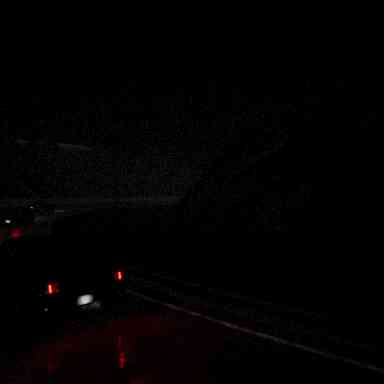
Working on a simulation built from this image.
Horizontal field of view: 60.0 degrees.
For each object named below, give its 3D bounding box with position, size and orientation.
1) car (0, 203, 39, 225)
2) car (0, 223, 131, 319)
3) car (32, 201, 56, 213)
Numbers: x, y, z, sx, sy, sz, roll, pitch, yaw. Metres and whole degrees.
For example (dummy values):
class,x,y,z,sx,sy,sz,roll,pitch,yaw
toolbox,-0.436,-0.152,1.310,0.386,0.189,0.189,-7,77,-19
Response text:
class,x,y,z,sx,sy,sz,roll,pitch,yaw
car,-12.949,1.695,24.528,1.895,1.301,4.718,0,0,-16
car,-3.438,1.633,7.544,1.895,1.301,4.718,0,0,-44
car,-17.653,1.721,38.853,1.994,1.385,4.181,0,0,4
